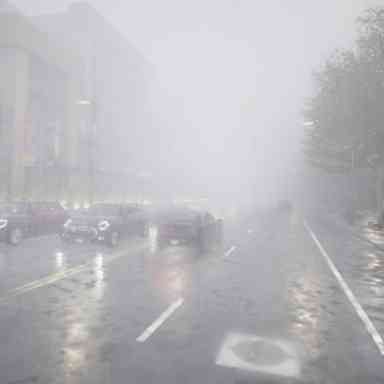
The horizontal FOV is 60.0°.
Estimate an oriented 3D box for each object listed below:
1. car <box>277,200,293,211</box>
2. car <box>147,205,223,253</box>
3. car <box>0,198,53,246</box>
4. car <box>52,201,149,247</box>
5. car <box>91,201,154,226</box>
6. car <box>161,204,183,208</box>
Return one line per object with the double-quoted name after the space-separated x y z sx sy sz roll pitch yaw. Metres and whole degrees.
13.053 1.839 46.702 1.837 1.490 4.892 2 0 16 "car"
0.058 1.503 13.894 1.837 1.490 4.892 1 0 16 "car"
-7.287 1.156 14.344 2.097 1.767 4.553 2 0 16 "car"
-3.583 1.254 14.565 2.097 1.767 4.553 2 0 16 "car"
-4.686 1.418 23.449 2.033 1.411 5.357 2 0 16 "car"
-1.211 1.527 22.869 1.994 1.385 4.181 2 0 16 "car"
